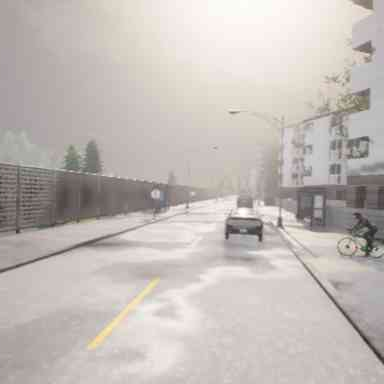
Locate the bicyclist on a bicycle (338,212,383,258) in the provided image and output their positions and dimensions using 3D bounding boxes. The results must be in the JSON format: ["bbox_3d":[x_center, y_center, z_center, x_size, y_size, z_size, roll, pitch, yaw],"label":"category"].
[{"bbox_3d":[6.104,1.536,11.939,1.656,1.620,0.582,2,0,9],"label":"bicyclist on a bicycle"}]

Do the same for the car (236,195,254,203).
[{"bbox_3d":[7.160,1.415,45.169,2.150,2.045,5.566,2,0,9],"label":"car"}]

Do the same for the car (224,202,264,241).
[{"bbox_3d":[2.737,1.564,17.525,2.128,1.511,4.902,2,0,9],"label":"car"}]
